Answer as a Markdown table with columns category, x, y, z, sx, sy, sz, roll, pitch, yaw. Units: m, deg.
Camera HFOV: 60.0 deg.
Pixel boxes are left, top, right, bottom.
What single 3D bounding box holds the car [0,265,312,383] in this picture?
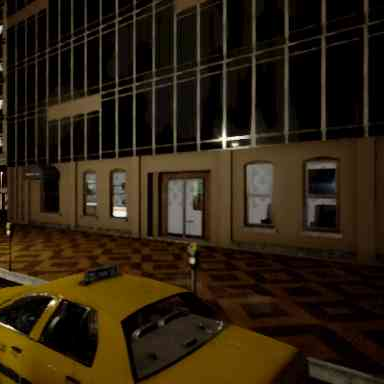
| category | x | y | z | sx | sy | sz | roll | pitch | yaw |
| --- | --- | --- | --- | --- | --- | --- | --- | --- | --- |
| car | -1.198 | 1.507 | 3.733 | 4.829 | 1.417 | 1.752 | 0 | 0 | 36 |
